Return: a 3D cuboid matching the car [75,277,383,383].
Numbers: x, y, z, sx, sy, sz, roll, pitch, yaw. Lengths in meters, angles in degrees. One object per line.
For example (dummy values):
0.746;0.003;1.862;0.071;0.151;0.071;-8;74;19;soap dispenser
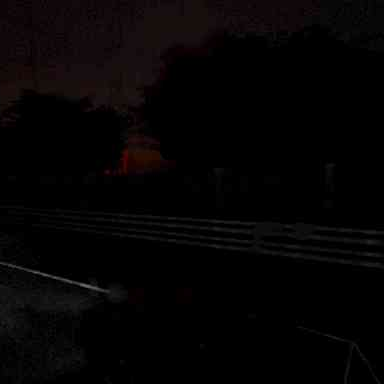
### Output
0.965;1.593;3.306;4.718;1.301;1.895;1;0;36;car
